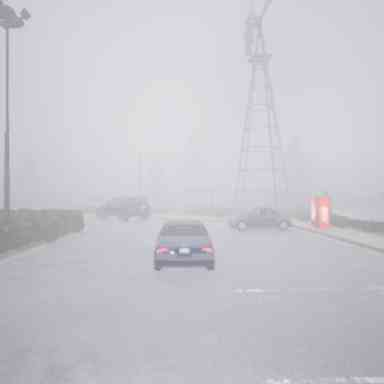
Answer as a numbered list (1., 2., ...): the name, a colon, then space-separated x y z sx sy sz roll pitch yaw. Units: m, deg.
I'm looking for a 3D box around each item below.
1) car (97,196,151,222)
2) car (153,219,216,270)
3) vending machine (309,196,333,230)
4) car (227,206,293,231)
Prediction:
1. car: -5.894 1.397 28.526 5.566 2.045 2.150 -1 -1 43
2. car: -0.279 1.613 11.311 2.033 1.411 5.357 0 0 -2
3. vending machine: 8.043 1.294 20.796 1.100 2.100 0.880 0 0 -2
4. car: 4.180 1.629 20.866 3.905 1.438 1.784 0 0 -2
